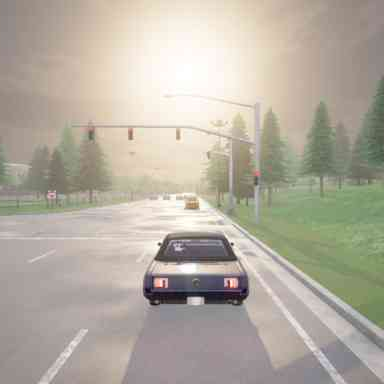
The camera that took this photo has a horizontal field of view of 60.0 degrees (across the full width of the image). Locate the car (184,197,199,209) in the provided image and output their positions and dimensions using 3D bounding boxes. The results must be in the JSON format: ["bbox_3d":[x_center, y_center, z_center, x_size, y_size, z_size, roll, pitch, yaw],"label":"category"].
[{"bbox_3d":[-0.062,1.577,49.650,2.033,1.411,5.357,0,1,2],"label":"car"}]

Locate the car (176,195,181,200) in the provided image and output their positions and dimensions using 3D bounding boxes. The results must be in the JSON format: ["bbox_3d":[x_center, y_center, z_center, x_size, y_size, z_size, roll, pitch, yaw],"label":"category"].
[{"bbox_3d":[-3.393,1.553,91.107,1.994,1.385,4.181,0,0,0],"label":"car"}]

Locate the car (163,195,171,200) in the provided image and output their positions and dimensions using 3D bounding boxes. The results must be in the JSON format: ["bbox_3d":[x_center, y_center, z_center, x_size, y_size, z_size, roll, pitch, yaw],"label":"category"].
[{"bbox_3d":[-6.893,1.540,91.111,2.033,1.411,5.357,0,0,0],"label":"car"}]

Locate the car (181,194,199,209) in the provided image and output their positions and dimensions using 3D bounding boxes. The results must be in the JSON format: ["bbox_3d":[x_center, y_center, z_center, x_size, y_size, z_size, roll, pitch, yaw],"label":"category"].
[{"bbox_3d":[-0.108,1.103,46.081,1.882,1.535,5.008,-3,16,-5],"label":"car"}]

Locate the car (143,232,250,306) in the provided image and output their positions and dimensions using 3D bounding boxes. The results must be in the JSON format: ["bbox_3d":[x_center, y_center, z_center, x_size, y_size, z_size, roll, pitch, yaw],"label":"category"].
[{"bbox_3d":[0.088,1.601,7.982,1.895,1.301,4.718,0,0,0],"label":"car"}]

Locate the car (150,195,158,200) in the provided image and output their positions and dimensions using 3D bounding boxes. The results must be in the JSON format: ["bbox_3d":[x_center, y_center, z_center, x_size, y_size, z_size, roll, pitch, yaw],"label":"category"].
[{"bbox_3d":[-10.393,1.540,91.115,2.033,1.411,5.357,0,0,0],"label":"car"}]
